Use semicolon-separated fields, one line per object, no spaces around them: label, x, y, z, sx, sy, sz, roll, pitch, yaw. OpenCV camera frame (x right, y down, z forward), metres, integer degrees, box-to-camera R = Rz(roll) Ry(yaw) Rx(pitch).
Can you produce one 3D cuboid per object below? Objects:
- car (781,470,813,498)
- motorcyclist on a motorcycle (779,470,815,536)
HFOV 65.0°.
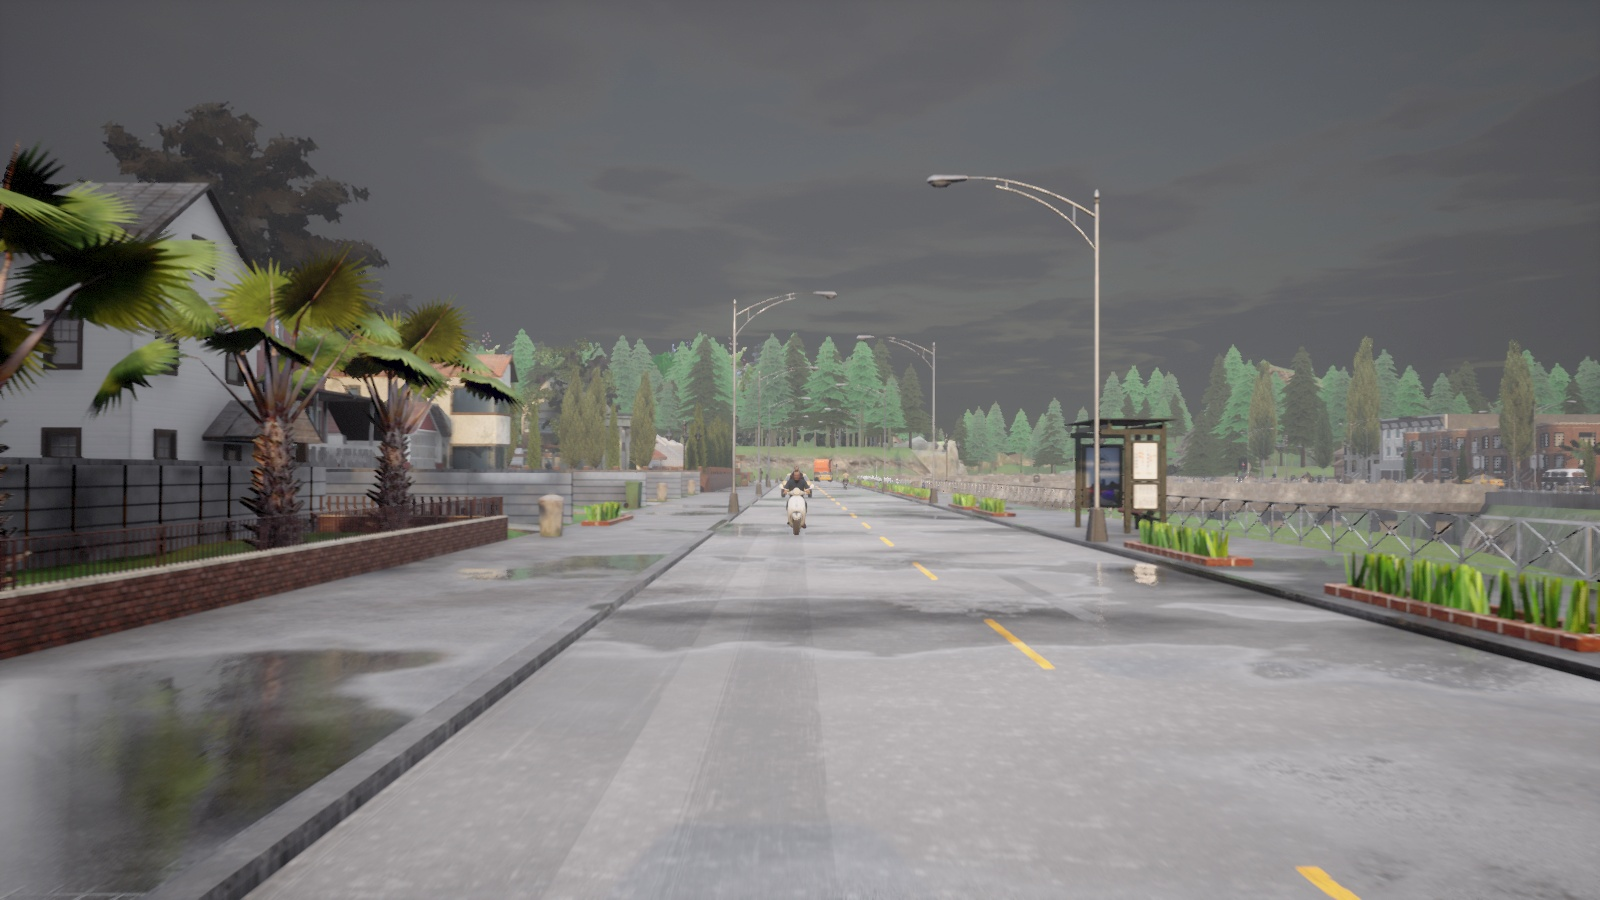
car;-0.176;2.004;74.639;1.801;1.575;5.366;0;-1;0
motorcyclist on a motorcycle;-0.073;1.287;30.952;0.866;1.590;1.817;0;-1;0
